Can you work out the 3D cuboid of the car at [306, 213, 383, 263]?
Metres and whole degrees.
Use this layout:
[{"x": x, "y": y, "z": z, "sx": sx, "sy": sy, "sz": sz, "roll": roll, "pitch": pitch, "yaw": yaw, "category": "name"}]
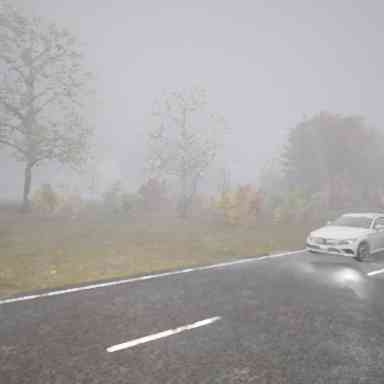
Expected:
[{"x": 6.123, "y": 1.497, "z": 12.042, "sx": 4.674, "sy": 1.442, "sz": 1.812, "roll": 0, "pitch": 0, "yaw": -35, "category": "car"}]
